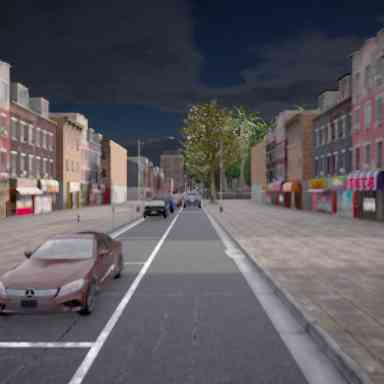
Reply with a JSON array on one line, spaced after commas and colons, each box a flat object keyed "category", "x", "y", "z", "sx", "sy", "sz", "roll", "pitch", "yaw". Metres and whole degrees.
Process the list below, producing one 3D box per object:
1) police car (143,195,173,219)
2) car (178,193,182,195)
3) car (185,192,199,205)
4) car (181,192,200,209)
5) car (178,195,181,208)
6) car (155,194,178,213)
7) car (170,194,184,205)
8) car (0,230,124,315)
[{"category": "police car", "x": -3.002, "y": 1.382, "z": 28.861, "sx": 1.930, "sy": 1.638, "sz": 5.238, "roll": 0, "pitch": 0, "yaw": 0}, {"category": "car", "x": -2.625, "y": 1.240, "z": 52.363, "sx": 2.192, "sy": 1.841, "sz": 5.009, "roll": 0, "pitch": 0, "yaw": 0}, {"category": "car", "x": 0.015, "y": 1.000, "z": 55.476, "sx": 2.150, "sy": 2.045, "sz": 5.566, "roll": 0, "pitch": 0, "yaw": 0}, {"category": "car", "x": 0.011, "y": 1.147, "z": 43.587, "sx": 2.097, "sy": 1.767, "sz": 4.553, "roll": 0, "pitch": 0, "yaw": 0}, {"category": "car", "x": -2.626, "y": 1.477, "z": 46.752, "sx": 1.887, "sy": 1.381, "sz": 4.507, "roll": 0, "pitch": 0, "yaw": 0}, {"category": "car", "x": -2.973, "y": 1.175, "z": 35.780, "sx": 2.150, "sy": 2.045, "sz": 5.566, "roll": 0, "pitch": 0, "yaw": 0}, {"category": "car", "x": -2.624, "y": 1.234, "z": 57.975, "sx": 2.192, "sy": 1.841, "sz": 5.009, "roll": 0, "pitch": 0, "yaw": 0}, {"category": "car", "x": -2.636, "y": 1.570, "z": 7.470, "sx": 1.802, "sy": 1.307, "sz": 4.206, "roll": 0, "pitch": 0, "yaw": 0}]
